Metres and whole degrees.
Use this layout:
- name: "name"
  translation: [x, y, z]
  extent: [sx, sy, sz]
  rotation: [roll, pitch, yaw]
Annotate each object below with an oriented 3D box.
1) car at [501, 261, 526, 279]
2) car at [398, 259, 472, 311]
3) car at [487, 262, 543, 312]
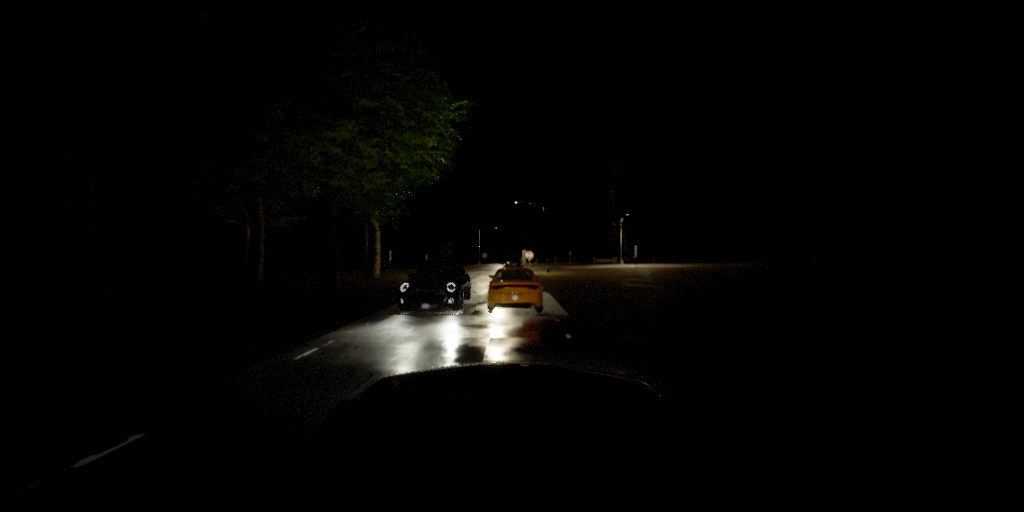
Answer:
- name: "car"
  translation: [0.101, 1.163, 30.916]
  extent: [1.994, 1.385, 4.181]
  rotation: [0, 0, 0]
- name: "car"
  translation: [-2.814, 1.026, 13.932]
  extent: [2.097, 1.767, 4.553]
  rotation: [0, 0, 0]
- name: "car"
  translation: [0.100, 1.153, 13.844]
  extent: [1.882, 1.535, 5.008]
  rotation: [0, 0, 0]
